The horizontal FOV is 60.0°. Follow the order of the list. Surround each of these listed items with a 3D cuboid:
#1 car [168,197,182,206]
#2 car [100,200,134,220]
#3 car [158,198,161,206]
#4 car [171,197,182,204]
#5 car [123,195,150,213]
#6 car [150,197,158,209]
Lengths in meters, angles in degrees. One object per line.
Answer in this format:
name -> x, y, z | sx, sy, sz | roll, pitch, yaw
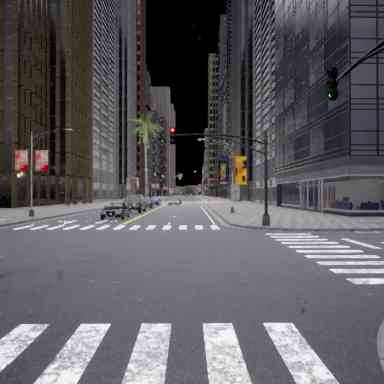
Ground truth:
car -> -3.226, 1.782, 59.806 | 1.895, 1.301, 4.718 | 0, 0, 0
car -> -6.634, 1.628, 29.136 | 1.994, 1.385, 4.181 | 0, 0, 0
car -> -6.621, 1.653, 58.528 | 1.882, 1.535, 5.008 | 0, 0, 0
car -> -3.238, 1.789, 69.702 | 1.994, 1.385, 4.181 | 0, 0, 0
car -> -6.647, 1.314, 38.460 | 2.150, 2.045, 5.566 | 0, 0, 0
car -> -6.652, 1.483, 48.388 | 2.097, 1.767, 4.553 | 0, 0, 0
